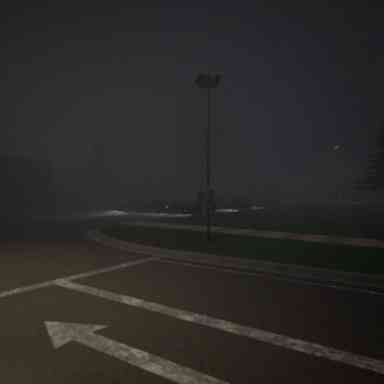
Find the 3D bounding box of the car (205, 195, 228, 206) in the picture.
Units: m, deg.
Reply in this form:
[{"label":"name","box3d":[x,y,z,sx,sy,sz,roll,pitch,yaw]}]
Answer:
[{"label":"car","box3d":[4.527,1.493,60.445,2.097,1.767,4.553,0,0,35]}]

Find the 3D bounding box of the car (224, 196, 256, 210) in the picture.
[{"label":"car","box3d":[6.529,1.657,45.026,1.994,1.385,4.181,0,0,35]}]

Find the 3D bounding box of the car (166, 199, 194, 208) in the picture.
[{"label":"car","box3d":[-1.839,1.742,51.387,1.895,1.301,4.718,0,0,35]}]

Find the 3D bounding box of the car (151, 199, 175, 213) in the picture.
[{"label":"car","box3d":[-2.201,1.635,38.609,1.812,1.442,4.674,0,0,34]}]

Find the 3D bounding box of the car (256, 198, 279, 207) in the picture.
[{"label":"car","box3d":[12.297,1.693,53.276,1.895,1.301,4.718,0,0,35]}]

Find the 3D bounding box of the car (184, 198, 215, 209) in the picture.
[{"label":"car","box3d":[1.231,1.672,49.678,2.033,1.411,5.357,0,0,35]}]

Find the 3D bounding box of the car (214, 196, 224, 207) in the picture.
[{"label":"car","box3d":[3.390,1.461,46.655,2.097,1.767,4.553,0,0,35]}]

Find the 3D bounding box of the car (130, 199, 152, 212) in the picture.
[{"label":"car","box3d":[-4.773,1.616,41.072,2.128,1.511,4.902,0,0,35]}]

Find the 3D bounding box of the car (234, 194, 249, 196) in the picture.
[{"label":"car","box3d":[8.737,1.345,60.348,2.150,2.045,5.566,0,0,35]}]

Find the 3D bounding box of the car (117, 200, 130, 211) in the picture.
[{"label":"car","box3d":[-7.675,1.705,43.040,1.994,1.385,4.181,0,0,34]}]

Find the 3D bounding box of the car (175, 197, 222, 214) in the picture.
[{"label":"car","box3d":[0.824,1.640,36.865,2.033,1.411,5.357,0,0,35]}]
